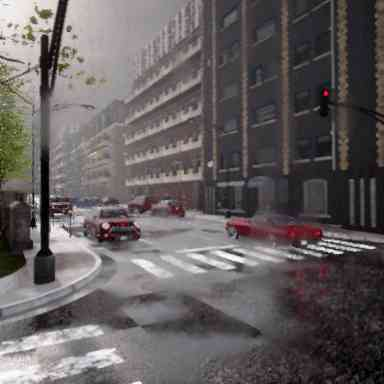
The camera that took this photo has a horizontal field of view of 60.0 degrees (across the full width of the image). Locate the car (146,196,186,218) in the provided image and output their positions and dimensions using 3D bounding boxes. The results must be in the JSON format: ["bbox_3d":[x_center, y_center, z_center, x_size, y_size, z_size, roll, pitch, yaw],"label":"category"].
[{"bbox_3d":[-2.233,1.449,29.938,1.967,1.590,4.097,1,0,-30],"label":"car"}]

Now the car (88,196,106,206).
[{"bbox_3d":[-15.282,1.450,53.319,1.812,1.442,4.674,0,0,-30],"label":"car"}]

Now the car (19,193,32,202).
[{"bbox_3d":[-34.420,1.147,68.737,2.192,1.841,5.009,1,0,-30],"label":"car"}]

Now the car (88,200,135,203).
[{"bbox_3d":[-6.187,1.568,25.184,1.994,1.385,4.181,0,0,-30],"label":"car"}]

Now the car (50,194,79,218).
[{"bbox_3d":[-12.251,1.289,30.513,2.192,1.841,5.009,1,0,-30],"label":"car"}]

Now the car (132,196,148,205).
[{"bbox_3d":[-5.002,1.307,34.716,2.192,1.841,5.009,1,0,-30],"label":"car"}]

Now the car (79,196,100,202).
[{"bbox_3d":[-14.590,1.417,45.947,1.882,1.535,5.008,0,0,-30],"label":"car"}]

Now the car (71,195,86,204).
[{"bbox_3d":[-21.718,1.410,63.530,1.752,1.417,4.829,1,0,-30],"label":"car"}]

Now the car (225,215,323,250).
[{"bbox_3d":[3.425,1.667,15.027,1.895,1.301,4.718,0,1,-26],"label":"car"}]

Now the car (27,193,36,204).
[{"bbox_3d":[-28.883,1.418,59.179,2.008,1.369,4.403,1,0,-30],"label":"car"}]

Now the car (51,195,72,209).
[{"bbox_3d":[-18.076,1.278,45.827,2.097,1.767,4.553,0,0,-30],"label":"car"}]

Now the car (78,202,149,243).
[{"bbox_3d":[-3.940,1.467,16.178,1.967,1.590,4.097,1,0,-30],"label":"car"}]

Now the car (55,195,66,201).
[{"bbox_3d":[-32.719,1.380,82.494,1.947,1.339,4.313,1,0,-30],"label":"car"}]

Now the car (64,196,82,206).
[{"bbox_3d":[-19.431,1.386,54.196,1.882,1.535,5.008,0,0,-30],"label":"car"}]

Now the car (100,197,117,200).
[{"bbox_3d":[-11.772,1.450,47.261,1.837,1.490,4.892,0,0,-30],"label":"car"}]
